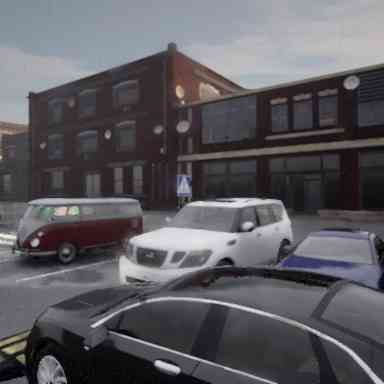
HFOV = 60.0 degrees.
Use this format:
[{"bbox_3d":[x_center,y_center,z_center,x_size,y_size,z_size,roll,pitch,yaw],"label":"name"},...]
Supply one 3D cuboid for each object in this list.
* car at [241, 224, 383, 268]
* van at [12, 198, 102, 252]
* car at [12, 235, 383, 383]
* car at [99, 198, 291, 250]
[{"bbox_3d":[3.018,1.510,6.805,2.002,1.452,4.674,0,0,35],"label":"car"},{"bbox_3d":[-3.783,1.206,11.509,1.878,1.987,4.442,0,0,35],"label":"van"},{"bbox_3d":[0.360,1.495,3.121,4.892,1.490,1.837,1,0,35],"label":"car"},{"bbox_3d":[0.755,1.202,8.381,2.435,2.045,5.566,0,0,35],"label":"car"}]
